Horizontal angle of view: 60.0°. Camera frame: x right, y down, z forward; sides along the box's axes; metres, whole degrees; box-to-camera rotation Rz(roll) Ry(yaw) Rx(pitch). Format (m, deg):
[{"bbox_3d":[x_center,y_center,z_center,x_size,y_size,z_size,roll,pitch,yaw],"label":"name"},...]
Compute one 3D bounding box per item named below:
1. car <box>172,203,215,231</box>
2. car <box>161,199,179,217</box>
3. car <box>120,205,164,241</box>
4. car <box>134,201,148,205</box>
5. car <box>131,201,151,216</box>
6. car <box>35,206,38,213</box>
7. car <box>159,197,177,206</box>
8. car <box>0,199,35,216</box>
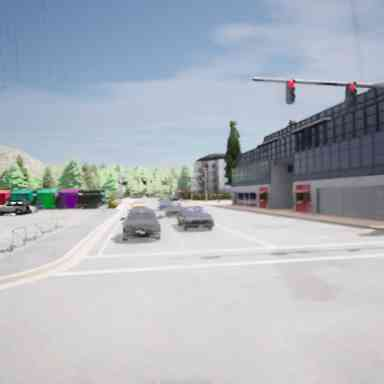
[{"bbox_3d":[0.126,1.689,22.313,2.033,1.411,5.357,-1,0,-9],"label":"car"},{"bbox_3d":[-1.737,1.797,34.445,2.033,1.411,5.357,-1,0,-8],"label":"car"},{"bbox_3d":[-2.695,1.670,17.860,1.837,1.490,4.892,-1,0,-9],"label":"car"},{"bbox_3d":[-4.135,1.724,26.928,1.882,1.535,5.008,-1,0,-9],"label":"car"},{"bbox_3d":[-5.924,1.839,38.757,2.128,1.511,4.902,-1,0,-9],"label":"car"},{"bbox_3d":[-21.285,2.040,41.332,3.806,1.475,1.970,-1,0,-10],"label":"car"},{"bbox_3d":[-3.693,1.843,47.620,1.882,1.535,5.008,-1,-1,-8],"label":"car"},{"bbox_3d":[-20.793,1.774,38.481,3.866,1.878,1.905,-1,0,-10],"label":"car"}]
